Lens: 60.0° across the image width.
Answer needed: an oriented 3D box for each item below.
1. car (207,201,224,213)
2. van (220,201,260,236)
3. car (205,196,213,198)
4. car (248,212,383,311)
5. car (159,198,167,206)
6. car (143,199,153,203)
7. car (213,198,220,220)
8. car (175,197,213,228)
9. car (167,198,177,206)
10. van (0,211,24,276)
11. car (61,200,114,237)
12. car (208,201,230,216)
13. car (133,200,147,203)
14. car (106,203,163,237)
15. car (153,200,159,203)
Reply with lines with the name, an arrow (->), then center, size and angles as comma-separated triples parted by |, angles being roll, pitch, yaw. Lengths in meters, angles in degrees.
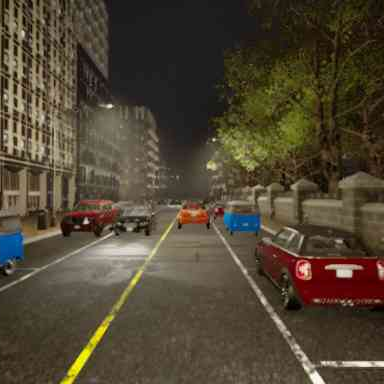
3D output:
car -> 2.780, 1.762, 40.727 | 1.802, 1.307, 4.206 | 1, 0, 0
van -> 2.738, 1.431, 18.814 | 1.690, 1.788, 3.998 | 1, 0, 0
car -> 2.816, 1.552, 57.164 | 2.192, 1.841, 5.009 | 1, 0, 0
car -> 2.715, 1.479, 7.856 | 1.967, 1.590, 4.097 | 1, 0, 0
car -> -5.556, 1.807, 62.663 | 2.008, 1.369, 4.403 | 1, 0, 0
car -> -5.610, 1.600, 35.293 | 1.967, 1.590, 4.097 | 1, 0, 0
car -> 2.759, 1.577, 29.770 | 1.967, 1.590, 4.097 | 1, 0, 0
car -> 0.149, 1.460, 23.184 | 2.097, 1.767, 4.553 | 0, 0, 0
car -> -2.905, 1.822, 60.228 | 1.994, 1.385, 4.181 | 0, 0, 1
van -> -5.664, 1.381, 7.921 | 1.690, 1.788, 3.998 | 1, 0, 0
car -> -5.642, 1.406, 18.869 | 2.192, 1.841, 5.009 | 1, 0, 0
car -> 2.769, 1.725, 35.249 | 1.947, 1.339, 4.313 | 1, 0, 0
car -> -5.622, 1.689, 29.817 | 2.008, 1.369, 4.403 | 1, 0, 0
car -> -3.061, 1.582, 18.870 | 2.128, 1.511, 4.902 | 0, 0, 0
car -> -5.599, 1.621, 40.767 | 1.967, 1.590, 4.097 | 1, 0, 0
